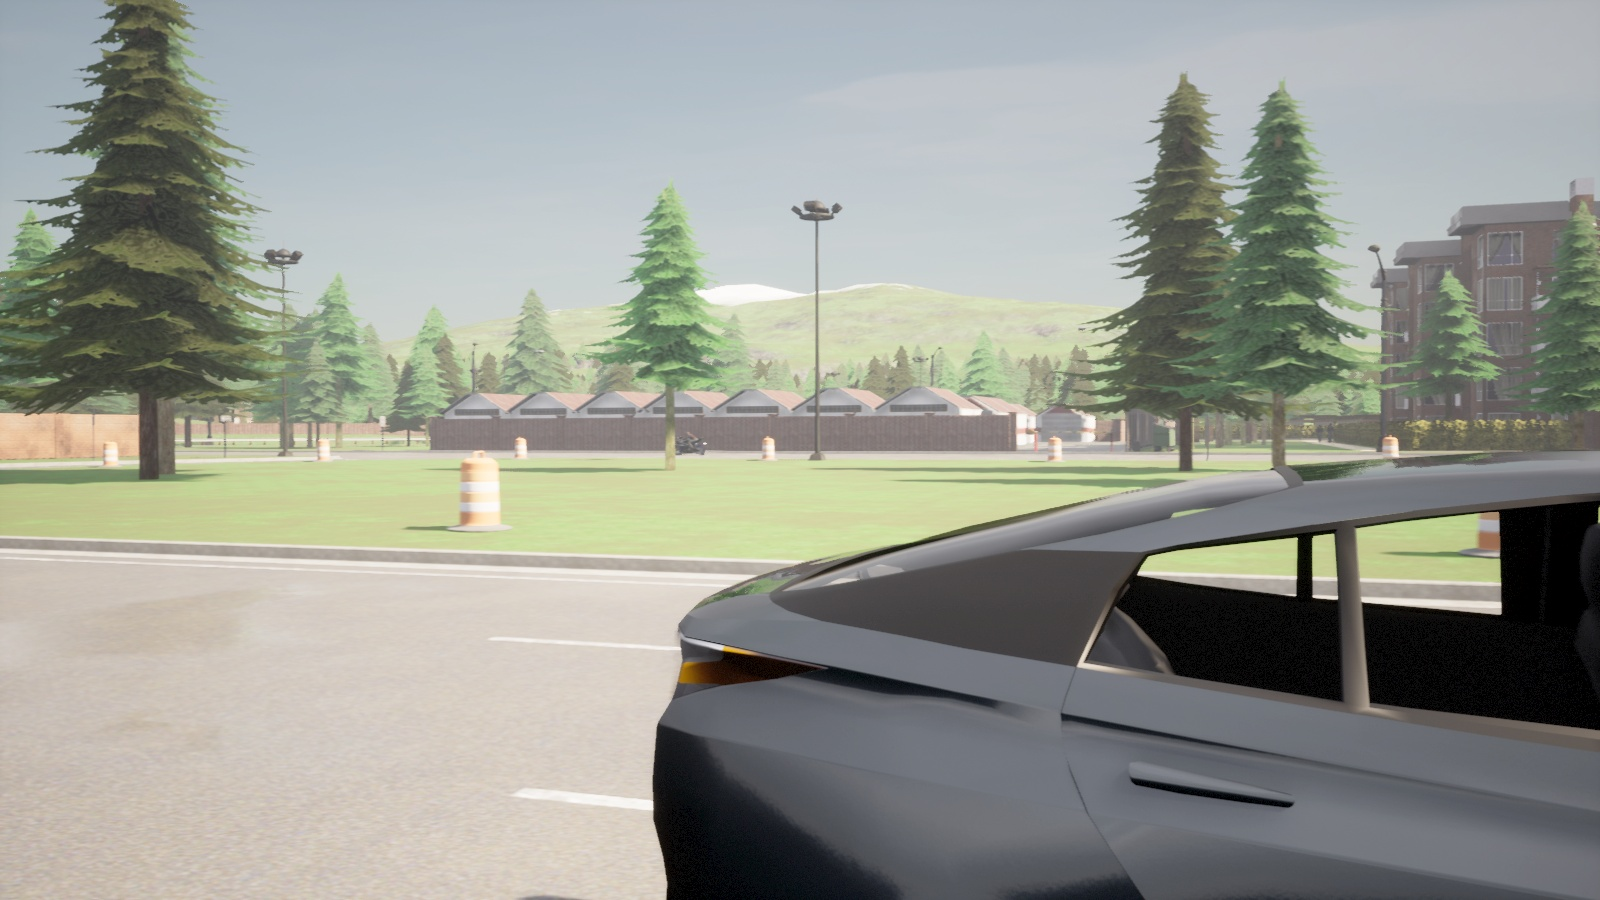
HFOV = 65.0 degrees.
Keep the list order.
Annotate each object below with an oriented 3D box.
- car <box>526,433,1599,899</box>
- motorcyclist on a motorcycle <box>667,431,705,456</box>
[{"bbox_3d":[1.957,0.740,2.534,4.514,1.525,2.007,1,1,19],"label":"car"},{"bbox_3d":[-7.064,-0.415,78.019,2.191,1.530,0.866,1,1,19],"label":"motorcyclist on a motorcycle"}]
